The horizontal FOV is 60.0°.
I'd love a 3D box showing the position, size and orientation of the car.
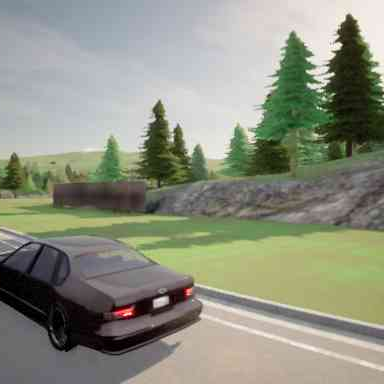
[{"bbox_3d":[-2.275,1.536,6.220,5.357,1.411,2.033,0,0,42],"label":"car"}]
